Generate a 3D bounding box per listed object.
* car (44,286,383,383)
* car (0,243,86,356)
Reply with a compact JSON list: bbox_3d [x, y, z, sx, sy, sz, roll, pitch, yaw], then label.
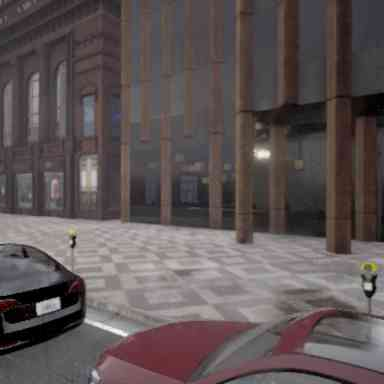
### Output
[{"bbox_3d":[0.988,1.581,2.374,4.206,1.307,1.802,0,0,35],"label":"car"},{"bbox_3d":[-3.604,1.554,5.645,4.313,1.339,1.947,0,0,35],"label":"car"}]
